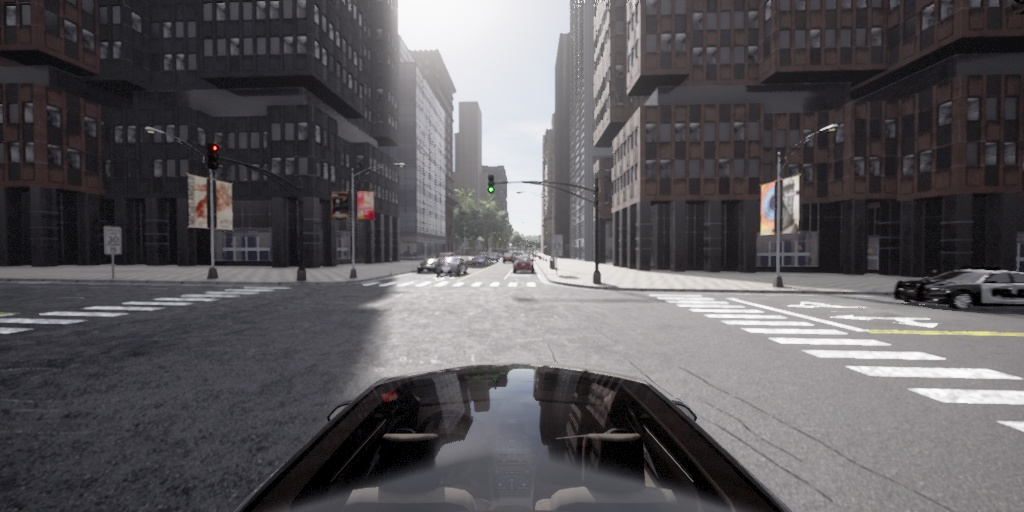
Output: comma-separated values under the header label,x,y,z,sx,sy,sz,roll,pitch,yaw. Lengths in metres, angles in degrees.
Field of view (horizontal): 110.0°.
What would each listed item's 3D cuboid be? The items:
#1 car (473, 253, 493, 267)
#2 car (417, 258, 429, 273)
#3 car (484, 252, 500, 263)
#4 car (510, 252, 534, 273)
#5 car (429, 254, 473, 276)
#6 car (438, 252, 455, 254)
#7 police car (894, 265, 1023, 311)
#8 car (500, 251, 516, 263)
label,x,y,z,sx,sy,sz,roll,pitch,yaw
car,-4.165,0.647,46.833,2.033,1.411,5.357,0,1,3
car,-7.437,0.854,33.404,1.948,1.339,4.313,0,0,2
car,-3.371,0.336,63.598,2.033,1.411,5.357,0,1,2
car,1.080,0.709,33.034,1.967,1.591,4.097,0,0,2
car,-4.924,0.820,29.688,2.128,1.511,4.902,0,1,3
car,-7.203,0.530,38.825,2.192,1.841,5.009,0,0,2
police car,18.126,1.203,14.031,5.238,1.638,1.930,1,1,2
car,-0.554,0.430,59.295,1.837,1.490,4.892,0,1,2
